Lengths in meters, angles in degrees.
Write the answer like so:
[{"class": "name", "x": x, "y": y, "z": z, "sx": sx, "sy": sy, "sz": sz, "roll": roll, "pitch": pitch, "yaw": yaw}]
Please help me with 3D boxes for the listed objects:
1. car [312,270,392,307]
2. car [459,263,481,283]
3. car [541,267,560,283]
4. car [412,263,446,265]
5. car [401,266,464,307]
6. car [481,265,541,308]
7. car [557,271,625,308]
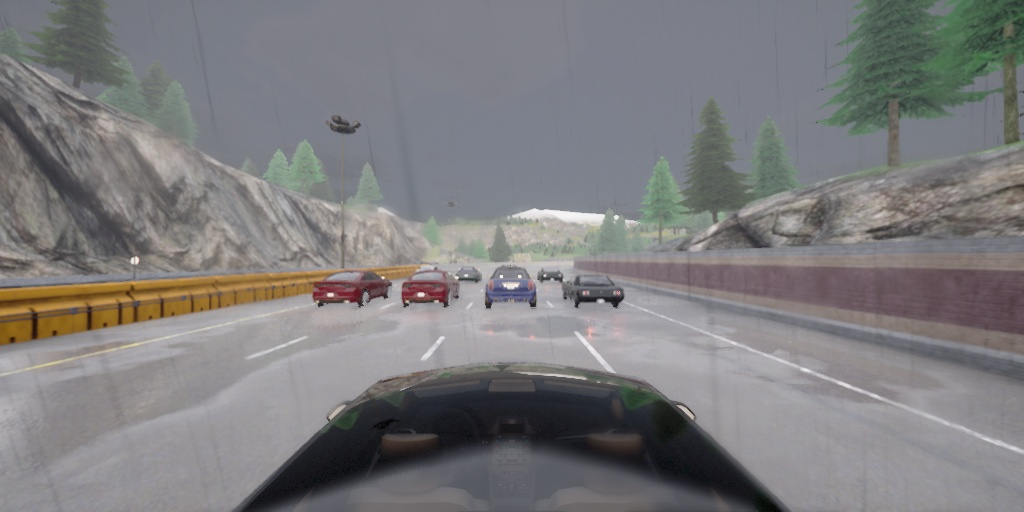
[{"class": "car", "x": -7.070, "y": 1.365, "z": 16.393, "sx": 1.882, "sy": 1.535, "sz": 5.008, "roll": 0, "pitch": 0, "yaw": -1}, {"class": "car", "x": -3.757, "y": 1.591, "z": 31.260, "sx": 1.994, "sy": 1.385, "sz": 4.181, "roll": 0, "pitch": 0, "yaw": 0}, {"class": "car", "x": 3.241, "y": 1.626, "z": 31.153, "sx": 1.895, "sy": 1.301, "sz": 4.718, "roll": 0, "pitch": 0, "yaw": -1}, {"class": "car", "x": -7.256, "y": 1.553, "z": 31.306, "sx": 1.812, "sy": 1.442, "sz": 4.674, "roll": 0, "pitch": 0, "yaw": 0}, {"class": "car", "x": -3.570, "y": 1.366, "z": 16.444, "sx": 1.882, "sy": 1.535, "sz": 5.008, "roll": 0, "pitch": 0, "yaw": -1}, {"class": "car", "x": -0.068, "y": 1.234, "z": 16.088, "sx": 2.097, "sy": 1.767, "sz": 4.553, "roll": 0, "pitch": -1, "yaw": -1}, {"class": "car", "x": 3.431, "y": 1.486, "z": 16.154, "sx": 1.895, "sy": 1.301, "sz": 4.718, "roll": 0, "pitch": 0, "yaw": -1}]
